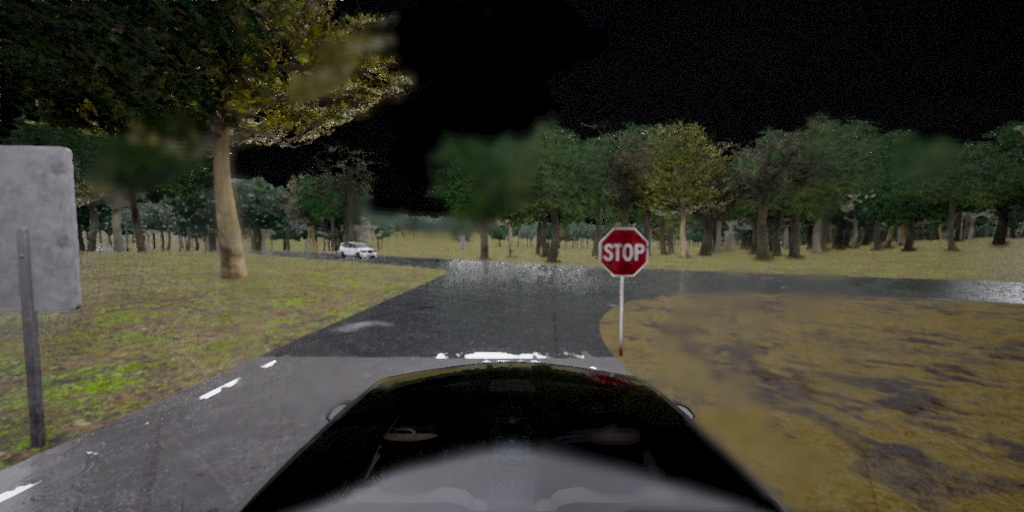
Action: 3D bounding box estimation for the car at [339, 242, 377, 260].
[{"bbox_3d":[-18.969,-0.660,43.932,5.566,2.045,2.150,2,4,35],"label":"car"}]
